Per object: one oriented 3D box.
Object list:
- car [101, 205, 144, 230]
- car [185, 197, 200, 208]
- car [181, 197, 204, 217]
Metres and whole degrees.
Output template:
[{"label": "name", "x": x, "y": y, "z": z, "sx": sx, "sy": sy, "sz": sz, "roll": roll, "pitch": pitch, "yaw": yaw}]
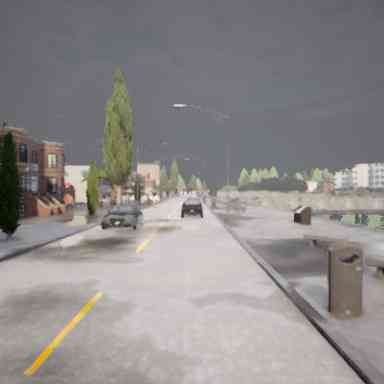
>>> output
[{"label": "car", "x": -4.089, "y": 1.492, "z": 20.150, "sx": 1.994, "sy": 1.385, "sz": 4.181, "roll": 0, "pitch": 0, "yaw": 0}, {"label": "car", "x": 0.080, "y": 1.403, "z": 45.513, "sx": 1.994, "sy": 1.385, "sz": 4.181, "roll": 0, "pitch": 0, "yaw": 0}, {"label": "car", "x": 0.031, "y": 1.372, "z": 29.538, "sx": 1.882, "sy": 1.535, "sz": 5.008, "roll": 0, "pitch": 0, "yaw": 1}]
